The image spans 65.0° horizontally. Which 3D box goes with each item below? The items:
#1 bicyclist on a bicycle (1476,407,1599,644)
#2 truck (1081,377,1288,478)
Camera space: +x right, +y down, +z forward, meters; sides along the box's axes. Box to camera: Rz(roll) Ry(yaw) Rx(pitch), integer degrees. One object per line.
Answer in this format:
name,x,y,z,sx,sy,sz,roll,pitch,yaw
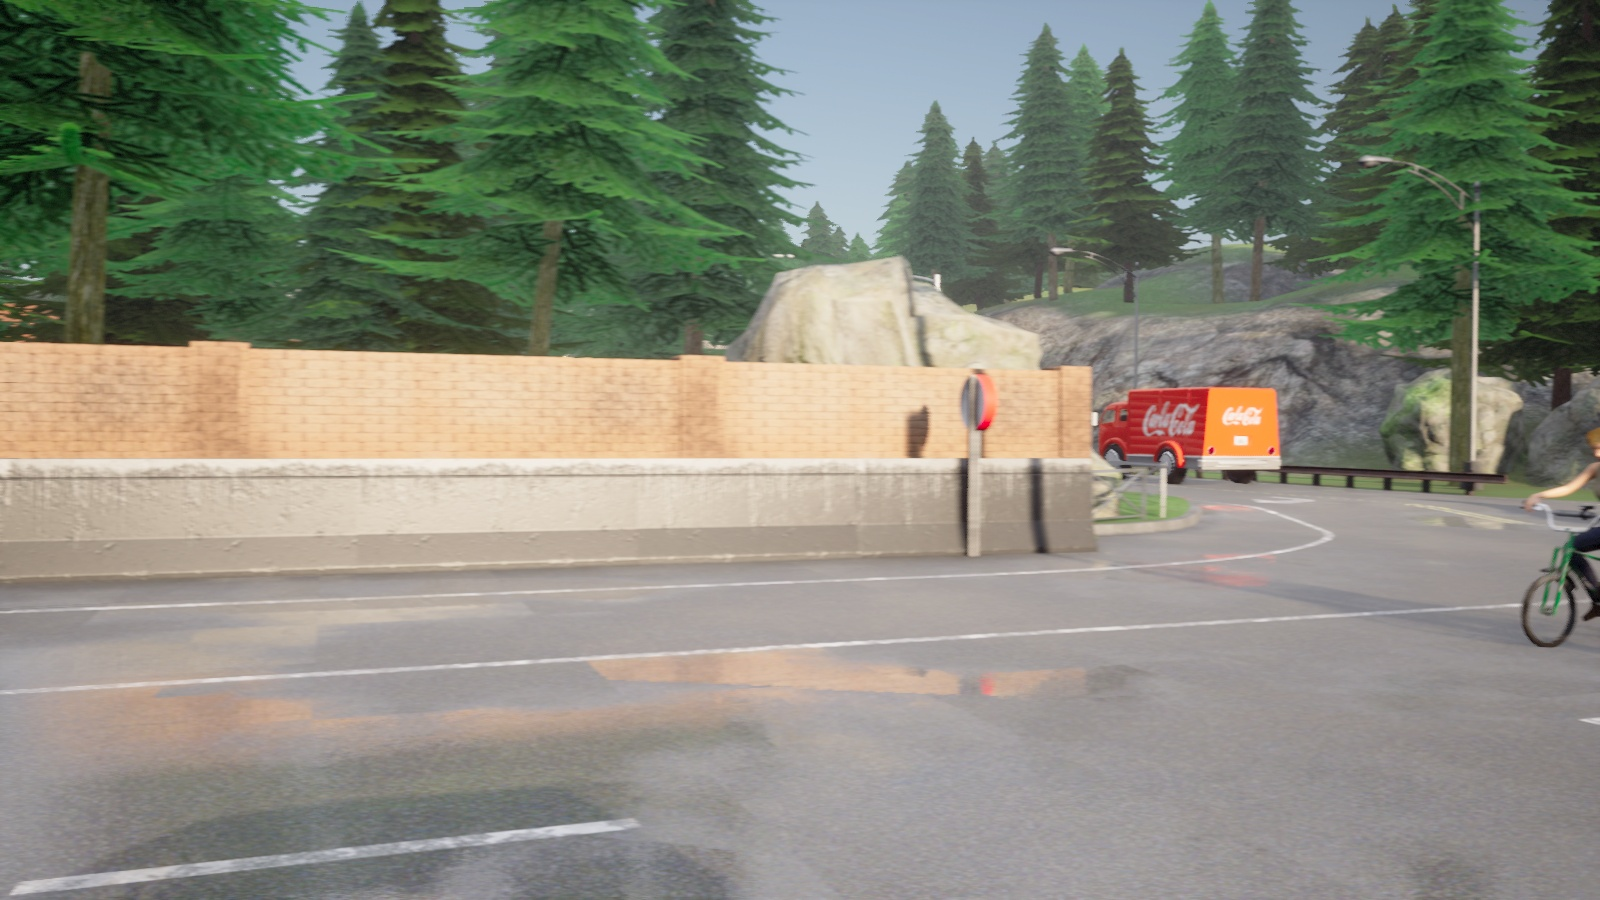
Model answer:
bicyclist on a bicycle,5.901,0.495,9.225,1.509,1.612,0.866,-1,1,-21
truck,10.084,-0.600,33.443,2.627,2.467,5.204,-1,1,-20
